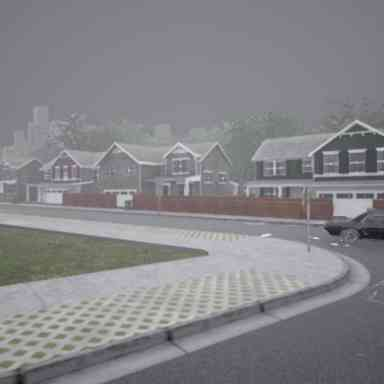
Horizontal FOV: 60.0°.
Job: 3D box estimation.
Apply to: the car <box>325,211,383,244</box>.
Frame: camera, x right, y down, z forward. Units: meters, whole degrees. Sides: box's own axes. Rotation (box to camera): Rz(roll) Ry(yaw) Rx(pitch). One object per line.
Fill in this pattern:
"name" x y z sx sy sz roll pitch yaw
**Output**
"car" 7.989 1.459 13.333 4.718 1.301 1.895 1 1 34
